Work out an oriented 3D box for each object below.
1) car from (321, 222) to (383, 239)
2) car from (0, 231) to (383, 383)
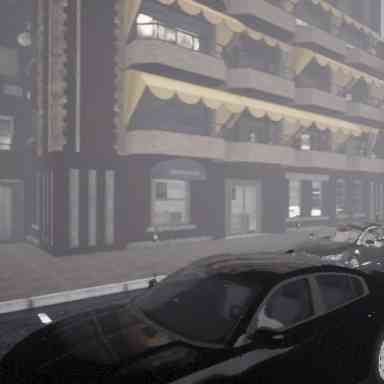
[{"bbox_3d":[4.764,1.603,9.979,4.403,1.369,2.008,0,0,-36],"label":"car"},{"bbox_3d":[0.605,1.494,3.812,5.008,1.535,1.882,1,0,-36],"label":"car"}]
